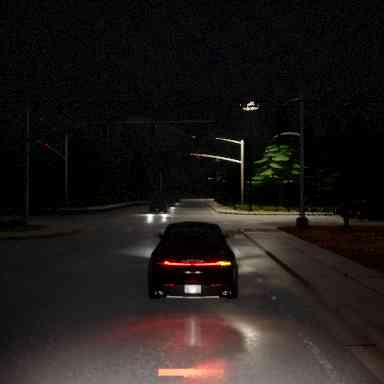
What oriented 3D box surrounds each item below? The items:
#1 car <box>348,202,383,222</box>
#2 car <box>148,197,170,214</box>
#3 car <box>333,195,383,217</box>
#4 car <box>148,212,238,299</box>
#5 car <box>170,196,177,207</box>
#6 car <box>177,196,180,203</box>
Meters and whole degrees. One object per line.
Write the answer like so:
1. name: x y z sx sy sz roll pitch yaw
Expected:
1. car: 14.917 1.627 25.825 4.718 1.301 1.895 0 0 0
2. car: -3.582 1.509 35.480 1.837 1.490 4.892 0 0 -2
3. car: 15.543 1.248 29.587 5.566 2.045 2.150 0 0 1
4. car: 0.032 1.501 8.438 1.837 1.490 4.892 0 0 0
5. car: -3.685 1.505 50.485 1.837 1.490 4.892 0 0 0
6. car: -3.471 1.547 69.286 2.033 1.411 5.357 0 0 1
